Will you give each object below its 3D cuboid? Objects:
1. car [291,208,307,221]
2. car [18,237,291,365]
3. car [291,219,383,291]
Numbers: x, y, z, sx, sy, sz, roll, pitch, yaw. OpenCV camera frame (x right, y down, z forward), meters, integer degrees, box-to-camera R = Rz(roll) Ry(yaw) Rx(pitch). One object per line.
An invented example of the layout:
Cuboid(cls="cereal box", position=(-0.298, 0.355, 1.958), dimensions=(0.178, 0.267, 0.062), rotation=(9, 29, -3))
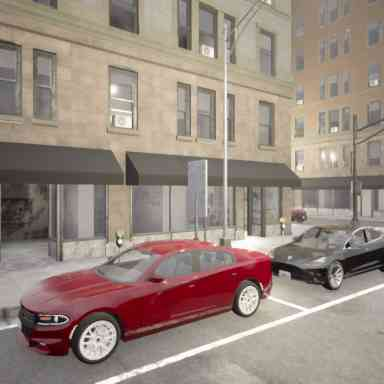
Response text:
Cuboid(cls="car", position=(6.492, 1.546, 25.748), dimensions=(1.882, 1.535, 5.008), rotation=(0, 0, -36))
Cuboid(cls="car", position=(-0.524, 1.545, 5.831), dimensions=(4.507, 1.381, 1.887), rotation=(0, 0, -36))
Cuboid(cls="car", position=(3.933, 1.566, 9.072), dimensions=(4.313, 1.339, 1.947), rotation=(0, 0, -36))
